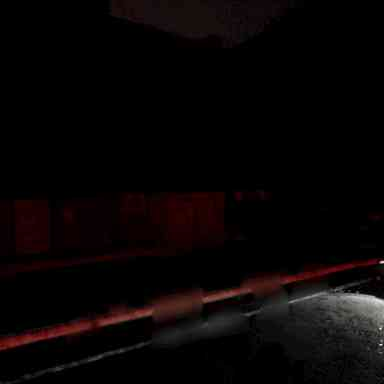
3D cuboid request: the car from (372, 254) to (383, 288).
[{"bbox_3d":[6.166,1.610,7.950,4.181,1.385,1.994,0,0,-35],"label":"car"}]
